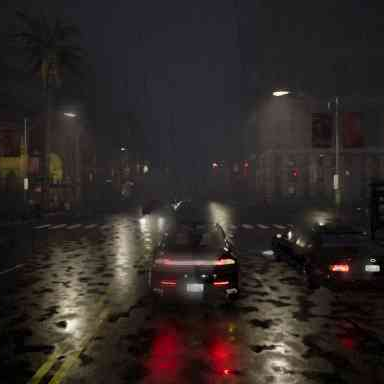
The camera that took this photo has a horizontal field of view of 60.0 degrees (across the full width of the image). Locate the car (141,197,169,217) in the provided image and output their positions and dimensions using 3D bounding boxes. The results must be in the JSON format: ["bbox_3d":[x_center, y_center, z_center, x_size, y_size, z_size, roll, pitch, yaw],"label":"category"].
[{"bbox_3d":[-3.585,1.477,31.544,1.882,1.535,5.008,0,0,0],"label":"car"}]

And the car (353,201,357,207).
[{"bbox_3d":[26.061,1.477,48.209,5.008,1.535,1.882,0,0,0],"label":"car"}]

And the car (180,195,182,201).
[{"bbox_3d":[-3.465,1.525,70.198,2.128,1.511,4.902,0,0,0],"label":"car"}]

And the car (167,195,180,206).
[{"bbox_3d":[-3.501,1.351,55.524,2.097,1.767,4.553,0,0,-1],"label":"car"}]

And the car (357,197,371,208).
[{"bbox_3d":[25.441,1.505,44.699,4.892,1.490,1.837,0,0,0],"label":"car"}]

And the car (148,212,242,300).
[{"bbox_3d":[0.063,1.492,8.347,2.128,1.511,4.902,0,0,0],"label":"car"}]

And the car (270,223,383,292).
[{"bbox_3d":[3.567,1.547,9.047,2.033,1.411,5.357,0,0,0],"label":"car"}]
